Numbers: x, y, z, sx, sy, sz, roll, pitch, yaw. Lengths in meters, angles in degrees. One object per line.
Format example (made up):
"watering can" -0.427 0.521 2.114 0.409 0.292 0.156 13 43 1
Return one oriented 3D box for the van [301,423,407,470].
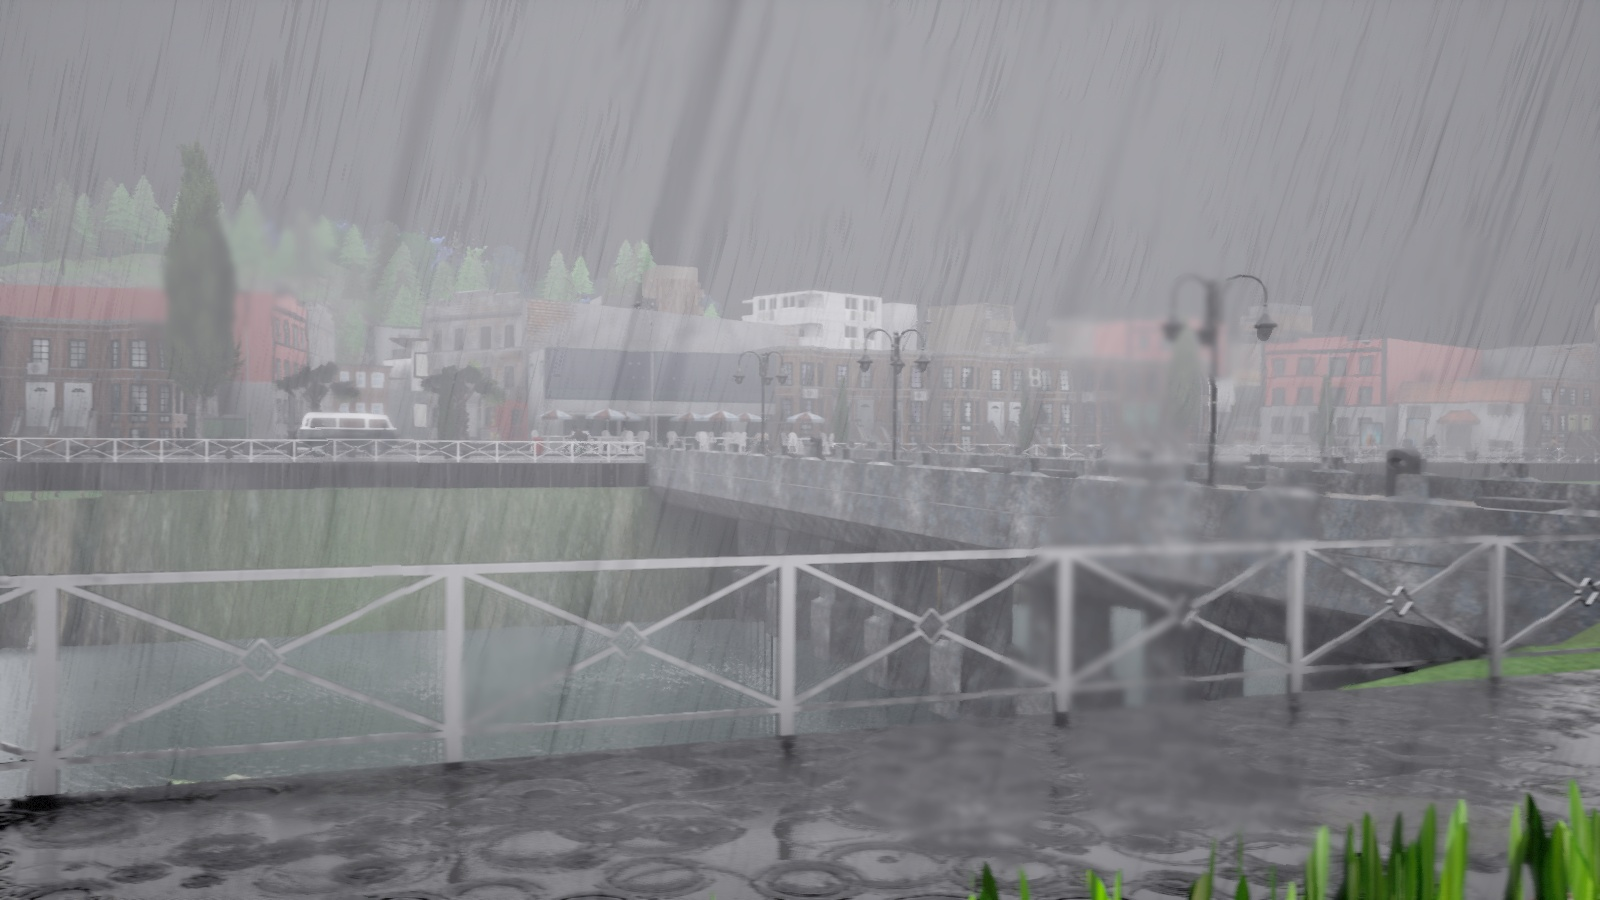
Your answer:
"van" -20.486 -0.196 57.681 4.480 2.038 2.069 -1 1 -21
